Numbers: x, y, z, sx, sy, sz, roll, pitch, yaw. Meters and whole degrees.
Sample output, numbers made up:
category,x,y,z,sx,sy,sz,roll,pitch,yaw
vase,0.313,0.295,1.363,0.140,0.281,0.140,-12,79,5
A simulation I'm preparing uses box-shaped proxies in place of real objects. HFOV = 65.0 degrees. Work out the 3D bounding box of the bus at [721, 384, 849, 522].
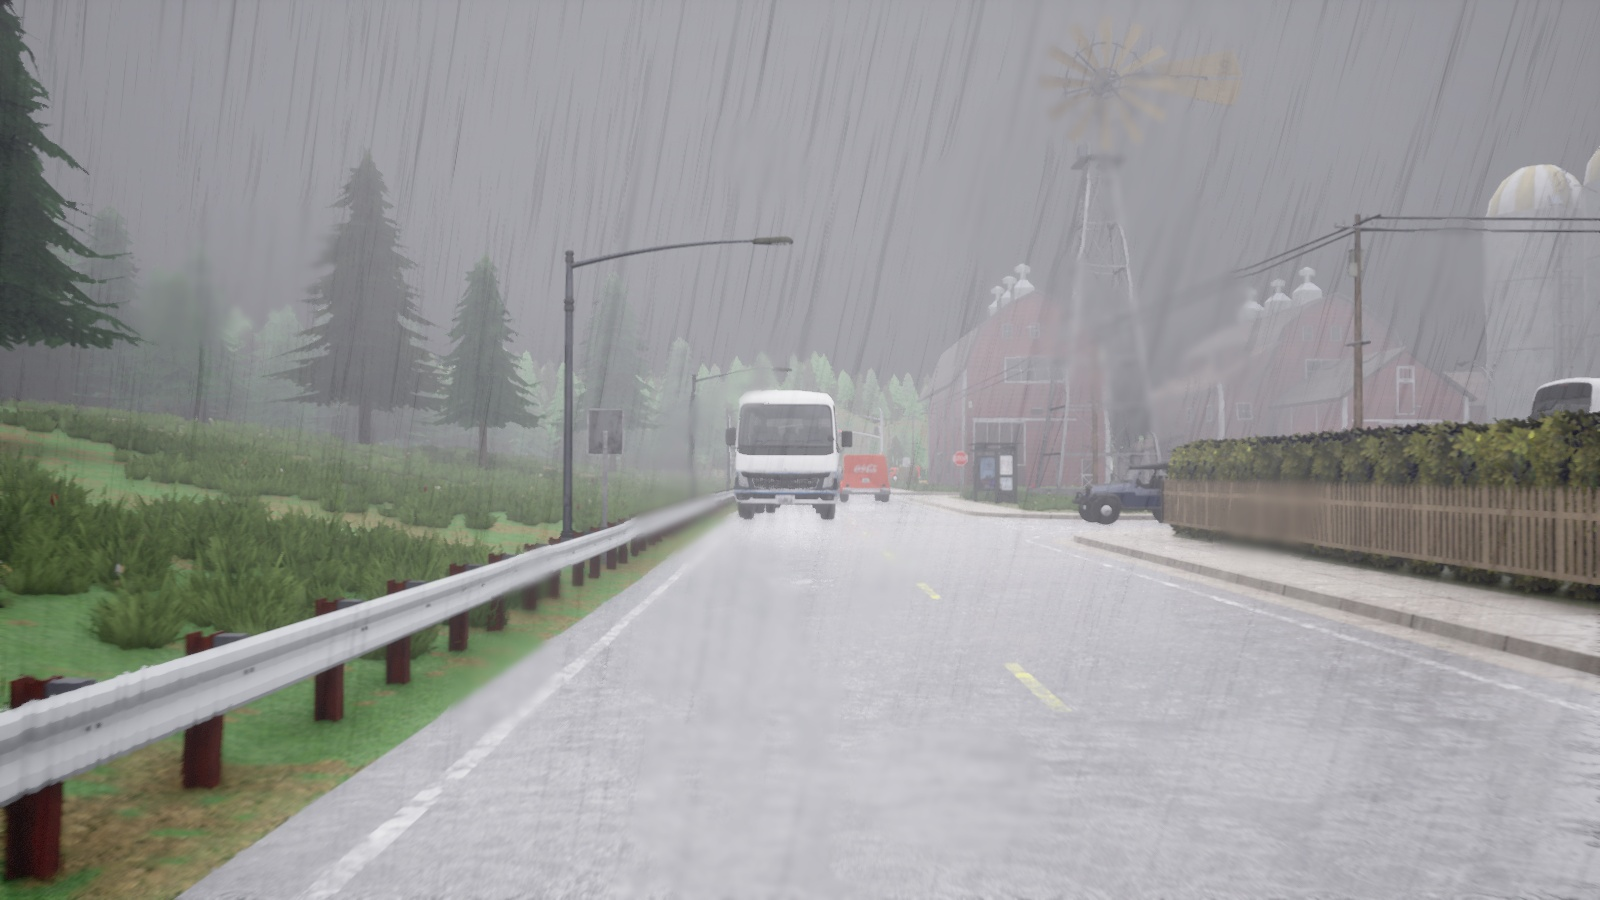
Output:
category,x,y,z,sx,sy,sz,roll,pitch,yaw
bus,-0.269,0.204,44.064,3.944,4.253,10.273,0,-1,2

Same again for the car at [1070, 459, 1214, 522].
category,x,y,z,sx,sy,sz,roll,pitch,yaw
car,10.462,1.238,38.596,3.866,1.878,1.905,0,-1,-1

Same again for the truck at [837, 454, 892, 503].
category,x,y,z,sx,sy,sz,roll,pitch,yaw
truck,3.336,1.459,65.969,2.627,2.467,5.204,0,-1,0

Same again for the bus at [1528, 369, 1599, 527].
category,x,y,z,sx,sy,sz,roll,pitch,yaw
bus,26.731,-0.057,35.246,10.273,4.253,3.944,0,-1,0
